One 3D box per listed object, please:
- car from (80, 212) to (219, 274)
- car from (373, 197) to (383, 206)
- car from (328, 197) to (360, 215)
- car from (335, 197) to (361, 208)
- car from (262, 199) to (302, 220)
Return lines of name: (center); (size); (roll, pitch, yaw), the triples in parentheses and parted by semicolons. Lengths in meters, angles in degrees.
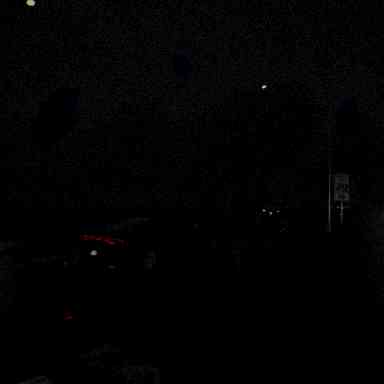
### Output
car: (-1.020, 1.374, 10.421); (1.882, 1.535, 5.008); (0, 1, 37)
car: (29.103, 1.483, 50.843); (1.895, 1.301, 4.718); (0, 0, 37)
car: (14.182, 1.354, 30.822); (2.033, 1.411, 5.357); (0, 0, 37)
car: (21.120, 1.364, 44.902); (2.033, 1.411, 5.357); (0, 0, 37)
car: (7.252, 1.322, 26.458); (1.837, 1.490, 4.892); (0, 0, 37)
